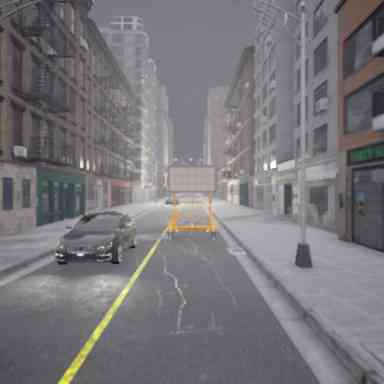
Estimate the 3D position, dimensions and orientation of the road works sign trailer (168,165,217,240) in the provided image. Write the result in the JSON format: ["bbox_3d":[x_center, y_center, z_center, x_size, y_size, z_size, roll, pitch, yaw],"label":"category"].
[{"bbox_3d":[0.011,0.421,16.753,2.380,3.560,2.880,0,0,0],"label":"road works sign trailer"}]

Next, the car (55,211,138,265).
[{"bbox_3d":[-3.096,1.476,11.655,1.837,1.490,4.892,0,0,0],"label":"car"}]

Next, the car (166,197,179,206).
[{"bbox_3d":[-3.056,1.408,52.771,1.994,1.385,4.181,0,0,0],"label":"car"}]
